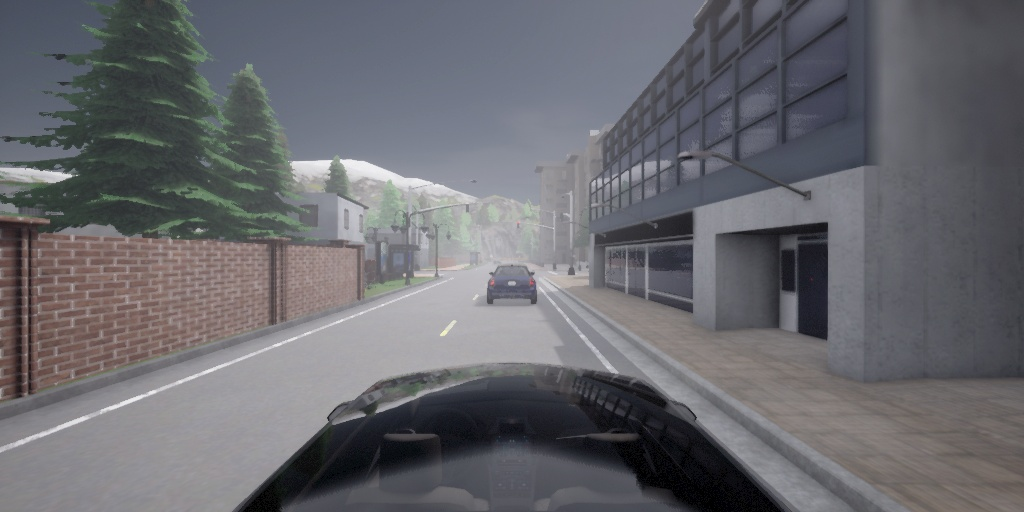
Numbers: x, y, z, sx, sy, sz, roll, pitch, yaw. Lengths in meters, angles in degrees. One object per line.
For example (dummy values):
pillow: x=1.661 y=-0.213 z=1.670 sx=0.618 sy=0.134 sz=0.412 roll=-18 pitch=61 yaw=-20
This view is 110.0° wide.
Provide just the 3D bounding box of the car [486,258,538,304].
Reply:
car: x=0.000 y=1.115 z=16.470 sx=2.097 sy=1.767 sz=4.553 roll=0 pitch=0 yaw=0
